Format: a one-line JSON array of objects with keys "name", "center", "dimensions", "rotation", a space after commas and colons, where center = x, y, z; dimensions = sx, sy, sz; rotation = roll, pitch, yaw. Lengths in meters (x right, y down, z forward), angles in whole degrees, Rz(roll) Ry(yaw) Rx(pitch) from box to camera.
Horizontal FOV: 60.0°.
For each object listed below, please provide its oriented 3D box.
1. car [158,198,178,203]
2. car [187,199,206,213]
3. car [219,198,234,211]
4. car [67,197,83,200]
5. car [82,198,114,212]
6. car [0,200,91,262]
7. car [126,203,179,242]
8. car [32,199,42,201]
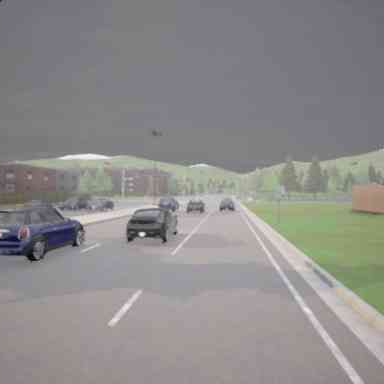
[{"name": "car", "center": [-2.820, 1.453, 40.275], "dimensions": [2.097, 1.767, 4.553], "rotation": [0, 0, 6]}, {"name": "car", "center": [0.509, 1.607, 38.524], "dimensions": [2.128, 1.511, 4.902], "rotation": [0, 0, 6]}, {"name": "car", "center": [4.524, 1.754, 43.056], "dimensions": [1.895, 1.301, 4.718], "rotation": [0, 0, 6]}, {"name": "car", "center": [-14.430, 1.425, 40.808], "dimensions": [2.097, 1.767, 4.553], "rotation": [0, 0, 6]}, {"name": "car", "center": [-10.955, 1.584, 40.398], "dimensions": [2.128, 1.511, 4.902], "rotation": [0, 0, 6]}, {"name": "car", "center": [-5.792, 1.353, 12.406], "dimensions": [2.097, 1.767, 4.553], "rotation": [0, 0, 5]}, {"name": "car", "center": [-1.868, 1.542, 16.531], "dimensions": [1.837, 1.490, 4.892], "rotation": [0, 0, 6]}, {"name": "car", "center": [-18.158, 1.569, 39.091], "dimensions": [1.994, 1.385, 4.181], "rotation": [0, 0, 7]}]
